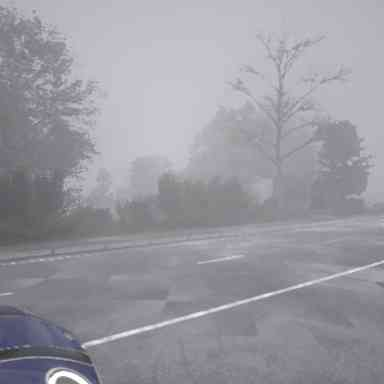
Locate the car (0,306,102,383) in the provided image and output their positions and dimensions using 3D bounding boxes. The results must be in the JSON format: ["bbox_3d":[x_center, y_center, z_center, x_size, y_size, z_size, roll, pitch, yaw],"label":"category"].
[{"bbox_3d":[-2.793,1.357,1.849,4.553,1.767,2.097,0,0,-35],"label":"car"}]
